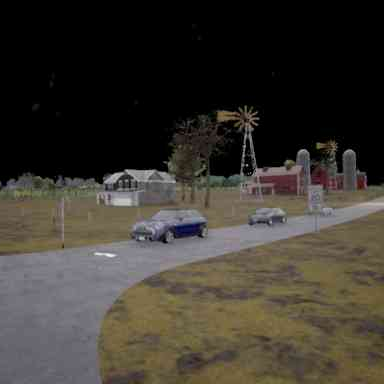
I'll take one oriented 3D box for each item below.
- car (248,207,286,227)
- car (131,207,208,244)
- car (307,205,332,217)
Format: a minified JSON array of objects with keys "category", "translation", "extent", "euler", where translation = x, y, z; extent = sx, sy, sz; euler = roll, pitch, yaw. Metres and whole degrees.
[{"category":"car","translation":[6.385,2.046,27.962],"extent":[1.837,1.490,4.892],"euler":[-2,-2,36]},{"category":"car","translation":[-1.085,1.678,17.666],"extent":[2.097,1.767,4.553],"euler":[-2,-2,36]},{"category":"car","translation":[15.568,2.265,40.565],"extent":[1.895,1.301,4.718],"euler":[-2,-1,36]}]
